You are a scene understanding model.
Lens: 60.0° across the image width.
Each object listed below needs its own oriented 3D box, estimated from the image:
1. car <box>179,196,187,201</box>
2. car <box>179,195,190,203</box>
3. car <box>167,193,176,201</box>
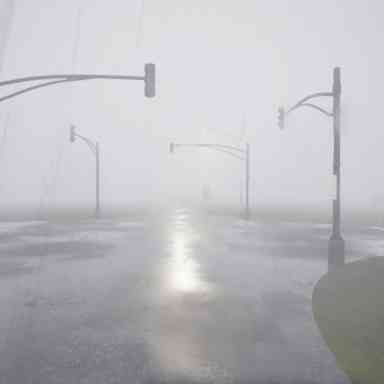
[{"bbox_3d":[-2.159,1.559,79.858,1.895,1.301,4.718,0,0,-4],"label":"car"},{"bbox_3d":[-1.565,1.384,69.784,2.097,1.767,4.553,0,0,-3],"label":"car"},{"bbox_3d":[-4.548,1.013,73.879,2.097,1.767,4.553,0,0,-3],"label":"car"}]
